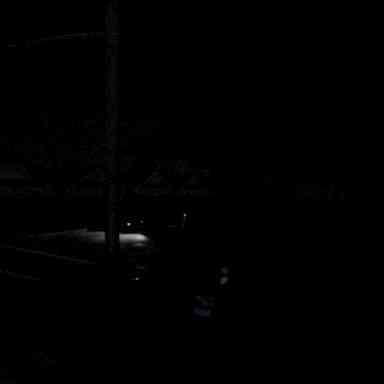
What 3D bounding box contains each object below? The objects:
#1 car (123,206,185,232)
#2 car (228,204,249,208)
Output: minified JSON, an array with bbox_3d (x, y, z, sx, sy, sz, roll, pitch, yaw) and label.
[{"bbox_3d":[-2.367,1.698,21.914,1.837,1.490,4.892,0,0,36],"label":"car"},{"bbox_3d":[4.077,1.794,30.831,1.895,1.301,4.718,0,0,36],"label":"car"}]
